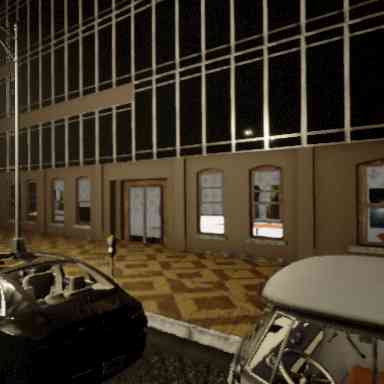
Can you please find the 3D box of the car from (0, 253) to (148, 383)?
[{"bbox_3d":[-2.593,1.554,4.731,4.403,1.369,2.008,0,-1,35],"label":"car"}]

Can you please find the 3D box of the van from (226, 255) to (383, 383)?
[{"bbox_3d":[2.003,1.341,1.458,3.998,1.788,1.690,0,-1,35],"label":"van"}]
